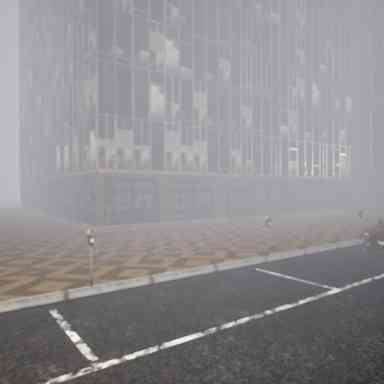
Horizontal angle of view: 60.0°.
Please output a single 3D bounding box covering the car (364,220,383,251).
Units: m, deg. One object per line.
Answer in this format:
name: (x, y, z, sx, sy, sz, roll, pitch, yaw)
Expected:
car: (8.158, 1.436, 12.387, 4.507, 1.381, 1.887, -1, 0, -36)
